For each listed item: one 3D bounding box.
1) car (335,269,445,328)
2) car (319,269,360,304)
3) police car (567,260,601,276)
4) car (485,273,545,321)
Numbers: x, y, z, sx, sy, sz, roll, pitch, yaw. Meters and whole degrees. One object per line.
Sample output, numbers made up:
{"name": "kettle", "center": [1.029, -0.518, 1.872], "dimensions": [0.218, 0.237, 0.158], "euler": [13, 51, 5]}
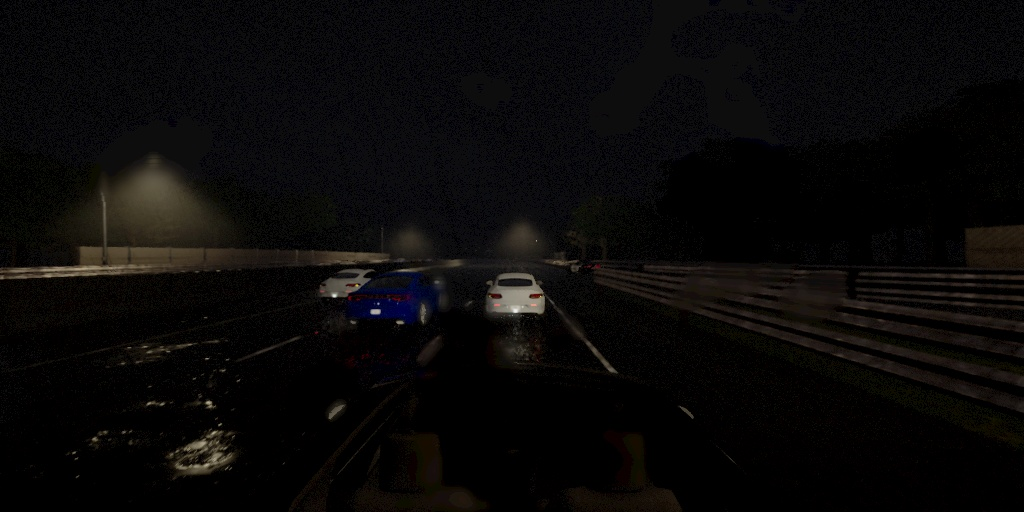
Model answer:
{"name": "car", "center": [-3.400, 1.242, 11.414], "dimensions": [1.882, 1.535, 5.008], "euler": [0, 0, 0]}
{"name": "car", "center": [-6.887, 1.299, 16.238], "dimensions": [1.812, 1.442, 4.674], "euler": [0, 0, 0]}
{"name": "police car", "center": [7.387, 1.243, 37.721], "dimensions": [2.038, 1.542, 4.974], "euler": [-2, 0, -15]}
{"name": "car", "center": [0.100, 1.291, 12.376], "dimensions": [1.812, 1.442, 4.674], "euler": [0, 0, 0]}
